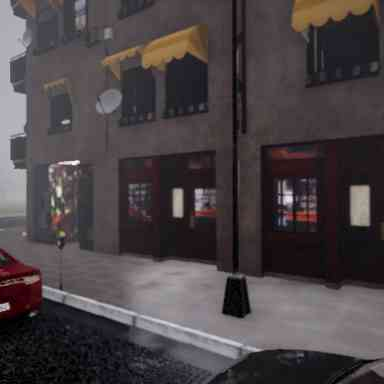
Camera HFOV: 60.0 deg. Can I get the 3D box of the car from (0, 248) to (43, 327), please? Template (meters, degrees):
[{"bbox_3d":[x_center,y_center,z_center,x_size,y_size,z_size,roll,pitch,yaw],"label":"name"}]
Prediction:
[{"bbox_3d":[-4.588,1.567,6.163,4.507,1.381,1.887,0,0,36],"label":"car"}]

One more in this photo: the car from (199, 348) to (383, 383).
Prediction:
[{"bbox_3d":[1.844,1.549,1.525,4.403,1.369,2.008,0,0,36],"label":"car"}]
